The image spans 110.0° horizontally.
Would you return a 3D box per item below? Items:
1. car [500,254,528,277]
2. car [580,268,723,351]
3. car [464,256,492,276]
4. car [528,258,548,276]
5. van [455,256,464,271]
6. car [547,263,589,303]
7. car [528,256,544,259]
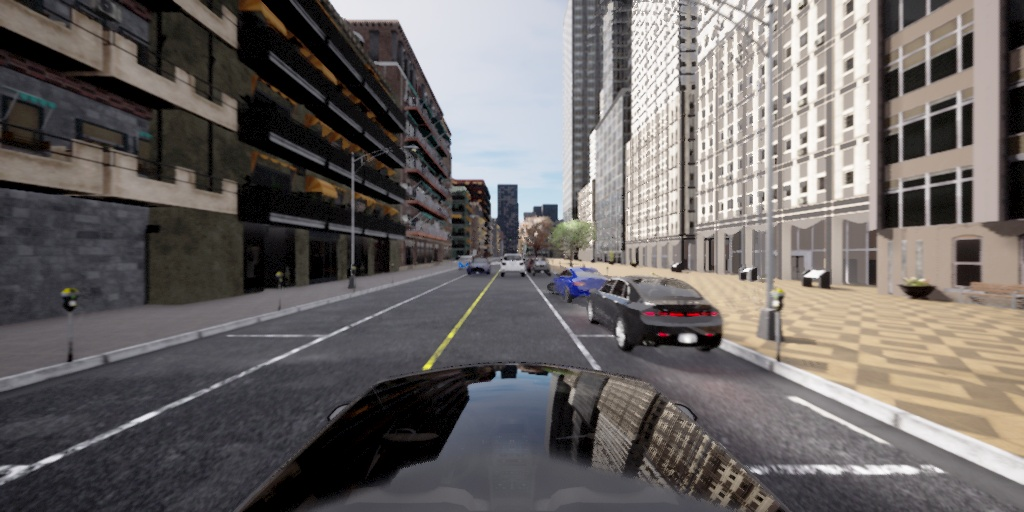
[{"bbox_3d":[0.068,0.824,33.617,2.150,2.045,5.566,0,0,0],"label":"car"},{"bbox_3d":[3.144,1.219,8.841,1.837,1.490,4.892,0,0,0],"label":"car"},{"bbox_3d":[-3.099,0.949,34.699,2.097,1.767,4.553,0,0,0],"label":"car"},{"bbox_3d":[2.685,1.151,33.766,2.007,1.370,4.403,0,0,0],"label":"car"},{"bbox_3d":[-5.698,0.894,44.811,1.690,1.789,3.998,0,0,0],"label":"van"},{"bbox_3d":[3.024,1.206,16.098,1.812,1.442,4.674,0,0,-5],"label":"car"},{"bbox_3d":[2.684,0.891,39.290,2.192,1.841,5.009,0,0,0],"label":"car"}]
